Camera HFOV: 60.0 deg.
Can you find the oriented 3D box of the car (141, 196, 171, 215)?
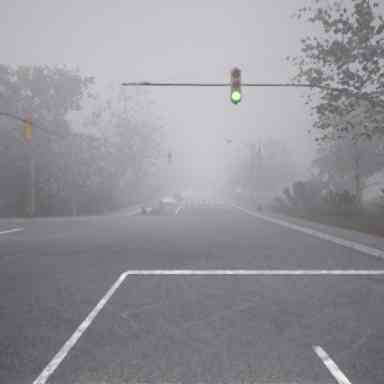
[{"bbox_3d":[-3.886,1.535,34.111,2.128,1.511,4.902,0,0,6],"label":"car"}]

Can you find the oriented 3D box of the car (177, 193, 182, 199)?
[{"bbox_3d":[-3.194,0.919,73.659,1.895,1.301,4.718,0,1,1],"label":"car"}]

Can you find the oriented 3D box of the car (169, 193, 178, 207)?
[{"bbox_3d":[-3.453,1.382,50.281,1.812,1.442,4.674,0,2,-1],"label":"car"}]
